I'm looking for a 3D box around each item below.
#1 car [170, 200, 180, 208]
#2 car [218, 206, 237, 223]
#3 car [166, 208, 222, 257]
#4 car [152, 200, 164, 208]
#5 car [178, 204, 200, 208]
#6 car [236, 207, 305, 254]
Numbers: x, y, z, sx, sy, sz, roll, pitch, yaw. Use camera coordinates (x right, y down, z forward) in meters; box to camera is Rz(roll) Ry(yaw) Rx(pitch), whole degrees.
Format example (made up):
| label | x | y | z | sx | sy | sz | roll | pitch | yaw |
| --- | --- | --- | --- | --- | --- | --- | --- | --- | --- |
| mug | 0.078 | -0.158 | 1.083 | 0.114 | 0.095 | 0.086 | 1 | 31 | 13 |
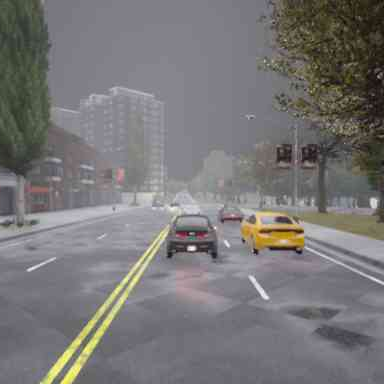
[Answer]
| label | x | y | z | sx | sy | sz | roll | pitch | yaw |
| --- | --- | --- | --- | --- | --- | --- | --- | --- | --- |
| car | -3.306 | 2.352 | 64.557 | 2.033 | 1.411 | 5.357 | 0 | -1 | 0 |
| car | 3.257 | 1.859 | 28.485 | 1.994 | 1.385 | 4.181 | 0 | -1 | 0 |
| car | 0.013 | 1.637 | 13.523 | 1.837 | 1.490 | 4.892 | 0 | 0 | 0 |
| car | -6.564 | 2.331 | 64.556 | 1.812 | 1.442 | 4.674 | 0 | -1 | 1 |
| car | 0.009 | 1.825 | 28.925 | 1.812 | 1.442 | 4.674 | 0 | 0 | 1 |
| car | 3.270 | 1.615 | 14.263 | 1.882 | 1.535 | 5.008 | 0 | 0 | 1 |
